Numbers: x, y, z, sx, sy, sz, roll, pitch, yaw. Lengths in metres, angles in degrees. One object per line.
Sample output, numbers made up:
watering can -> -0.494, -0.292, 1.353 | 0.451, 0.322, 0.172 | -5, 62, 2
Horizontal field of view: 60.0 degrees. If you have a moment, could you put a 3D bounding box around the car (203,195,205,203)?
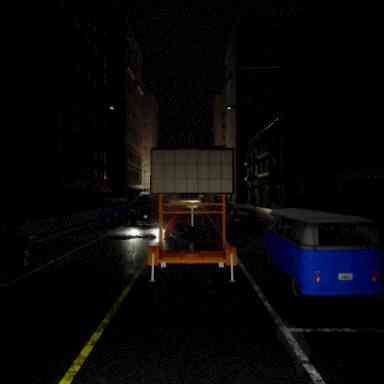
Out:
car -> 2.905, 1.432, 46.554 | 1.967, 1.590, 4.097 | 0, 0, 0

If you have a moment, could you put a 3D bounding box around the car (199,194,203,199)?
car -> 2.928, 1.562, 68.559 | 1.947, 1.339, 4.313 | 0, 0, 0

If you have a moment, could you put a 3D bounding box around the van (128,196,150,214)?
van -> -5.632, 1.333, 35.560 | 1.690, 1.788, 3.998 | 0, 0, 0

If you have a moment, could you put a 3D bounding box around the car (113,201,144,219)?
car -> -5.638, 1.544, 30.059 | 2.008, 1.369, 4.403 | 0, 0, 0

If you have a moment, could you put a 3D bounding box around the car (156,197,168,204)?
car -> -5.604, 1.577, 63.067 | 1.802, 1.307, 4.206 | 0, 0, 0

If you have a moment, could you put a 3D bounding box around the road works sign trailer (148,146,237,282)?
road works sign trailer -> 0.011, 0.462, 9.726 | 2.380, 3.560, 2.880 | 0, 0, 0

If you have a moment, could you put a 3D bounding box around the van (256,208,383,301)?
van -> 2.865, 1.339, 8.044 | 1.690, 1.788, 3.998 | 0, 0, 0

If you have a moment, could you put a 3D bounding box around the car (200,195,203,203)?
car -> 2.916, 1.544, 57.557 | 2.008, 1.369, 4.403 | 0, 0, 0

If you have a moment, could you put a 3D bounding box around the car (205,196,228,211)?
car -> 2.893, 1.307, 35.551 | 2.192, 1.841, 5.009 | 0, 0, 0

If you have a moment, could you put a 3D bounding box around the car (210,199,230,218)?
car -> 2.888, 1.575, 30.049 | 1.802, 1.307, 4.206 | 0, 0, 0

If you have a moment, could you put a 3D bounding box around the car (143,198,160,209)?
car -> -5.620, 1.574, 46.563 | 1.802, 1.307, 4.206 | 0, 0, 0

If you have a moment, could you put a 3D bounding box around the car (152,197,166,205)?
car -> -5.609, 1.559, 57.566 | 1.947, 1.339, 4.313 | 0, 0, 0

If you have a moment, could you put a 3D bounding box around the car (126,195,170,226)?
car -> -2.980, 1.215, 23.996 | 2.150, 2.045, 5.566 | 0, 0, 0

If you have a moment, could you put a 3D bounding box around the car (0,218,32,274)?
car -> -5.661, 1.438, 8.054 | 1.967, 1.590, 4.097 | 0, 0, 0

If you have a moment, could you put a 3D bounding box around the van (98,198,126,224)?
van -> -5.644, 1.335, 24.558 | 1.690, 1.788, 3.998 | 0, 0, 0

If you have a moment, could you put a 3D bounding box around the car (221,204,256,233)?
car -> 2.876, 1.577, 19.047 | 1.802, 1.307, 4.206 | 0, 0, 0

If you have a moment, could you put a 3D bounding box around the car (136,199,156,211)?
car -> -5.626, 1.558, 41.062 | 1.947, 1.339, 4.313 | 0, 0, 0
